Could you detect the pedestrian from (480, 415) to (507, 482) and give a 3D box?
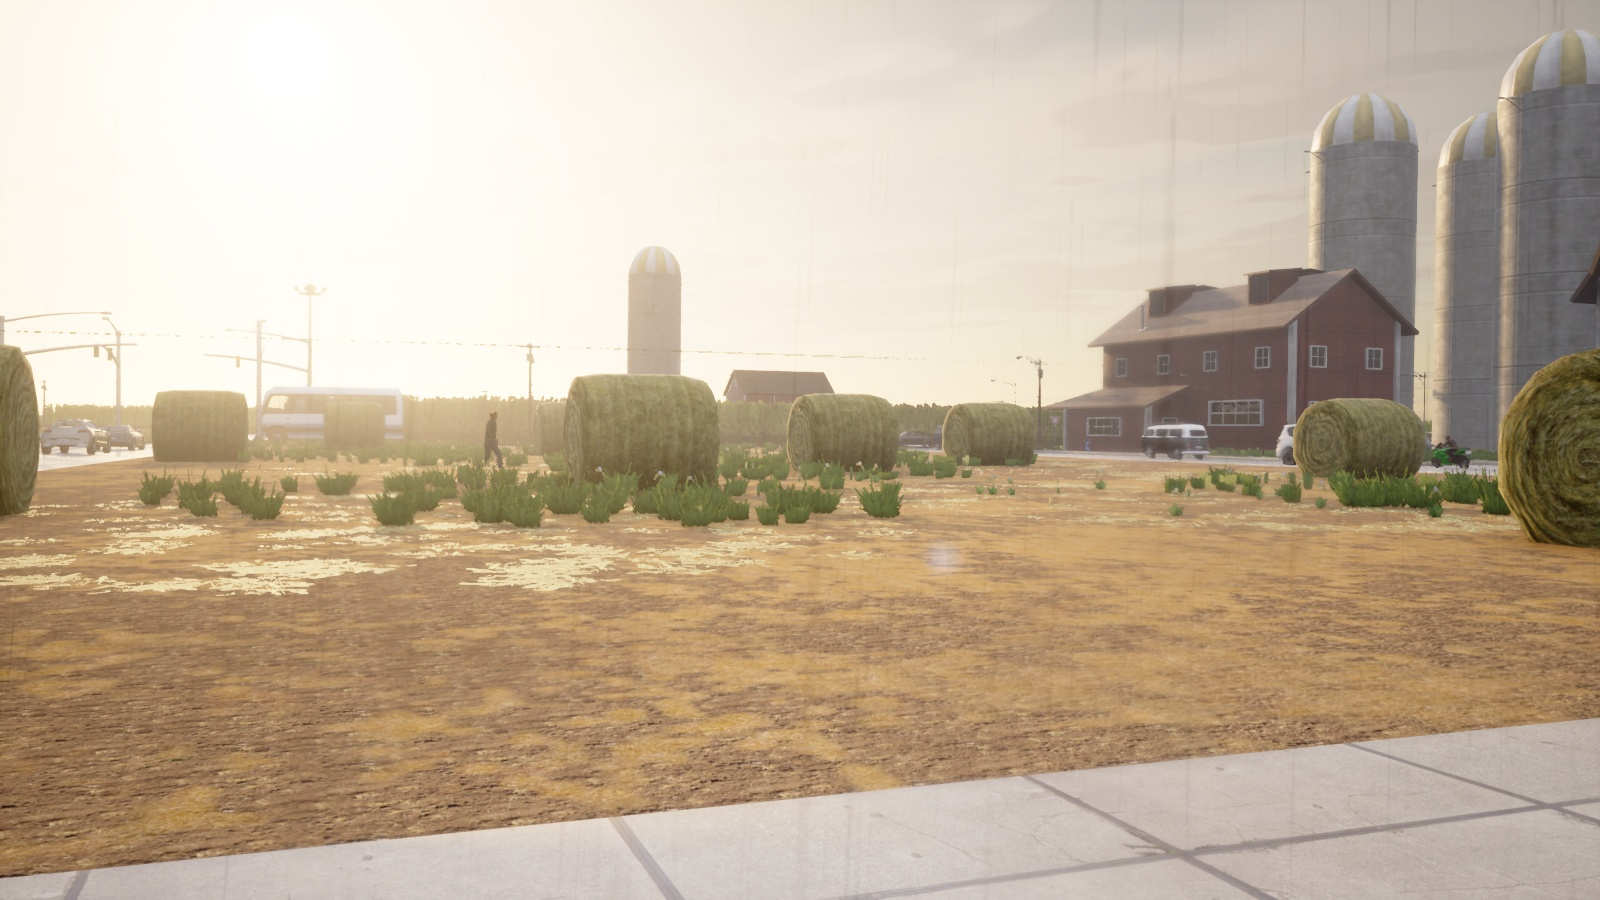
[{"bbox_3d":[-8.461,-0.052,34.707,0.614,1.847,0.353,0,1,23],"label":"pedestrian"}]

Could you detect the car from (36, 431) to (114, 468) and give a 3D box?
[{"bbox_3d":[-33.975,-0.051,58.996,2.152,1.651,5.027,-1,1,-18],"label":"car"}]

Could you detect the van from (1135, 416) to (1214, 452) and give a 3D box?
[{"bbox_3d":[21.831,-0.935,73.354,2.069,2.038,4.480,-1,1,-22],"label":"van"}]

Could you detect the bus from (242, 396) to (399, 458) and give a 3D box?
[{"bbox_3d":[-34.414,-1.678,90.432,10.273,4.253,3.944,-1,1,-20],"label":"bus"}]

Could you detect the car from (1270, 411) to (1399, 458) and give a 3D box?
[{"bbox_3d":[24.386,-0.716,57.556,2.150,2.045,5.566,-1,1,-22],"label":"car"}]

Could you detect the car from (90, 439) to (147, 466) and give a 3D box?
[{"bbox_3d":[-36.959,0.117,68.199,1.994,1.385,4.181,-1,1,-18],"label":"car"}]

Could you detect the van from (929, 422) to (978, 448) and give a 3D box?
[{"bbox_3d":[11.960,-1.198,97.912,1.775,1.987,4.442,-1,1,-23],"label":"van"}]

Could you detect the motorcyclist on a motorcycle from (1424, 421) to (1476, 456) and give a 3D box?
[{"bbox_3d":[28.860,-0.533,55.804,0.797,1.523,2.044,-2,1,-22],"label":"motorcyclist on a motorcycle"}]
